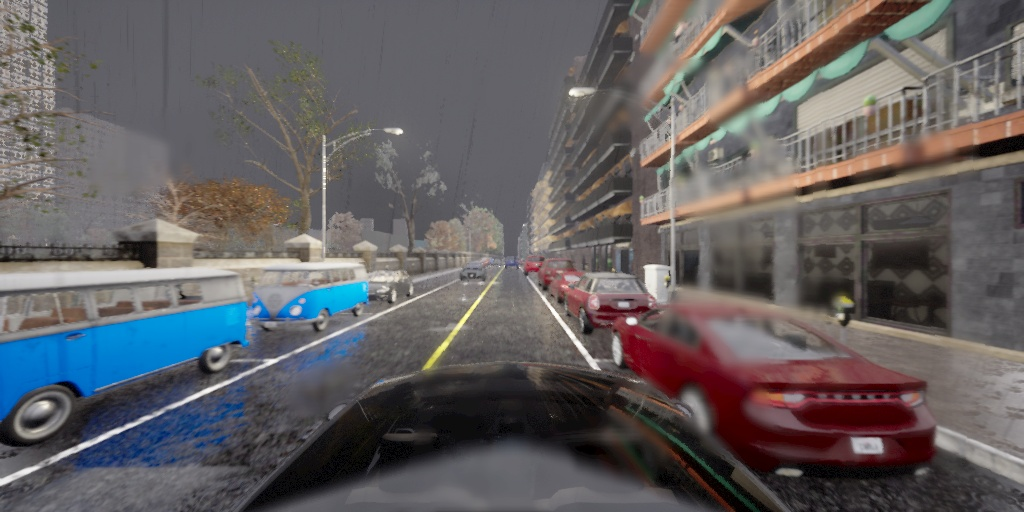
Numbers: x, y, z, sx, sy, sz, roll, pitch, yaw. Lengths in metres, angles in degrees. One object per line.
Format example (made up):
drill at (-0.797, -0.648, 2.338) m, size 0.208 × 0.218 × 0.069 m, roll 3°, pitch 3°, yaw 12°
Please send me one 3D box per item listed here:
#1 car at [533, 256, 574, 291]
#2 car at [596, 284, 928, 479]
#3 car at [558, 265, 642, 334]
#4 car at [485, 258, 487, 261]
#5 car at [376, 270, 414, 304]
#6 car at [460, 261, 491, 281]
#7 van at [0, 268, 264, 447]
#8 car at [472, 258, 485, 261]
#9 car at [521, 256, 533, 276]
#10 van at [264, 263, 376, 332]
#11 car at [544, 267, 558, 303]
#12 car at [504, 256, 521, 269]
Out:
car at (2.683, 1.070, 21.827) m, size 2.192 × 1.841 × 5.009 m, roll 0°, pitch 0°, yaw 0°
car at (2.689, 1.295, 4.938) m, size 1.888 × 1.381 × 4.507 m, roll 0°, pitch 0°, yaw 0°
car at (2.687, 1.190, 10.567) m, size 1.967 × 1.591 × 4.097 m, roll 0°, pitch 0°, yaw 0°
car at (-5.712, 1.368, 61.238) m, size 1.802 × 1.307 × 4.207 m, roll 0°, pitch 0°, yaw 0°
car at (-5.695, 1.302, 16.194) m, size 2.007 × 1.370 × 4.403 m, roll 0°, pitch 0°, yaw 0°
car at (-3.105, 1.324, 29.671) m, size 1.994 × 1.385 × 4.181 m, roll 0°, pitch 0°, yaw 0°
van at (-5.692, 1.091, 4.935) m, size 1.690 × 1.789 × 3.998 m, roll 0°, pitch 0°, yaw 0°
car at (-5.709, 1.347, 55.608) m, size 1.948 × 1.339 × 4.313 m, roll 0°, pitch 0°, yaw 0°
car at (2.380, 0.995, 37.568) m, size 2.150 × 2.045 × 5.566 m, roll 0°, pitch 0°, yaw 0°
van at (-5.693, 1.091, 10.564) m, size 1.690 × 1.789 × 3.998 m, roll 0°, pitch 0°, yaw 0°
car at (2.685, 1.334, 16.198) m, size 1.802 × 1.307 × 4.207 m, roll 0°, pitch 0°, yaw 0°
car at (-0.018, 1.005, 57.060) m, size 2.150 × 2.045 × 5.566 m, roll 0°, pitch 0°, yaw 0°
